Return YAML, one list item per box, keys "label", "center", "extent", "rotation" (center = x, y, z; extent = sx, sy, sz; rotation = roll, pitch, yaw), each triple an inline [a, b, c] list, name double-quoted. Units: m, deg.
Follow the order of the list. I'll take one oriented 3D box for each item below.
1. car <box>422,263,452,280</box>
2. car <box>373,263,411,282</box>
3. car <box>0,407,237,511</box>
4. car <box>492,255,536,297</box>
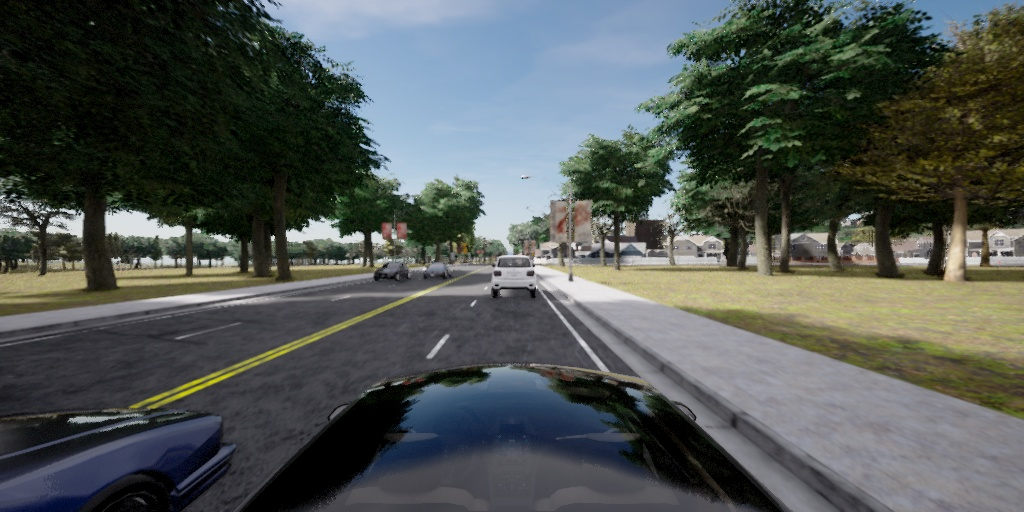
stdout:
- label: "car"
  center: [-6.542, 1.324, 31.903]
  extent: [1.812, 1.442, 4.674]
  rotation: [0, 0, 1]
- label: "car"
  center: [-9.810, 1.300, 29.679]
  extent: [1.837, 1.490, 4.892]
  rotation: [0, -1, 0]
- label: "car"
  center: [-3.151, 1.298, 0.394]
  extent: [2.033, 1.411, 5.357]
  rotation: [0, 0, 0]
- label: "car"
  center: [0.098, 0.989, 19.254]
  extent: [2.150, 2.045, 5.566]
  rotation: [0, 0, 0]
